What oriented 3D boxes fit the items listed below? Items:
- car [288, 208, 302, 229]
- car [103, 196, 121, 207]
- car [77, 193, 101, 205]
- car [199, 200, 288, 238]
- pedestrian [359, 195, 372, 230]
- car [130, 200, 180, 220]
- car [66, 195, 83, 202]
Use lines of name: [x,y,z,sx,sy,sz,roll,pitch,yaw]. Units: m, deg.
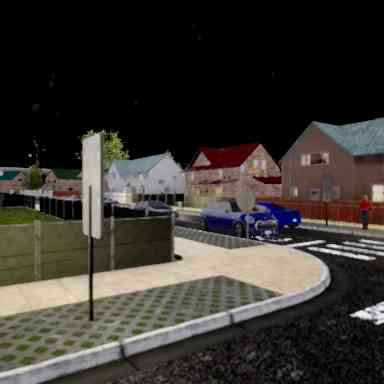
car: [4.120,1.342,19.807,1.882,1.535,5.008,0,1,-33]
car: [-8.732,1.168,33.491,2.128,1.511,4.902,0,1,-34]
car: [-14.800,0.989,47.697,1.882,1.535,5.008,0,1,-34]
car: [2.296,1.234,17.058,2.097,1.767,4.553,0,1,-32]
pedestrian: [9.140,1.049,17.545,0.375,1.860,0.375,1,0,-34]
car: [-3.000,1.332,25.013,2.033,1.411,5.357,0,1,-34]
car: [-14.605,1.129,42.218,1.994,1.385,4.181,0,1,-34]
